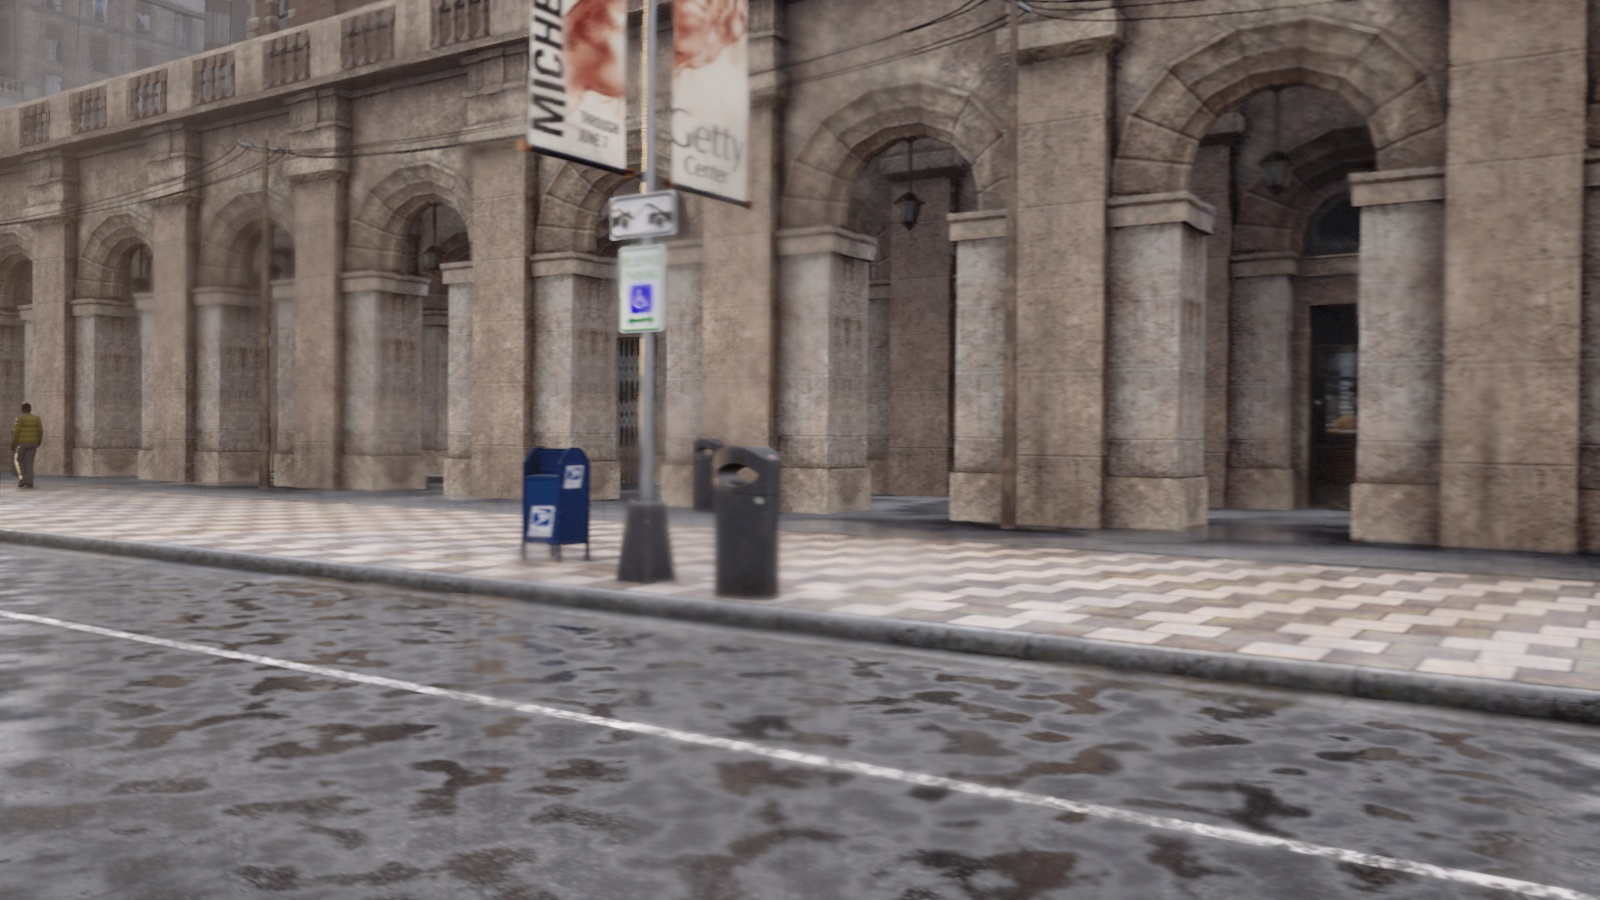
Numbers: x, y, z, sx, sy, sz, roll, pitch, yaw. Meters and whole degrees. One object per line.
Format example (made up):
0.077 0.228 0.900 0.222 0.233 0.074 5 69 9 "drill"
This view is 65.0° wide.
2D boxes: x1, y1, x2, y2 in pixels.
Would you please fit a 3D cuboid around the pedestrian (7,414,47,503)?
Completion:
-16.293 0.174 26.468 0.709 1.840 0.431 0 1 33 "pedestrian"
